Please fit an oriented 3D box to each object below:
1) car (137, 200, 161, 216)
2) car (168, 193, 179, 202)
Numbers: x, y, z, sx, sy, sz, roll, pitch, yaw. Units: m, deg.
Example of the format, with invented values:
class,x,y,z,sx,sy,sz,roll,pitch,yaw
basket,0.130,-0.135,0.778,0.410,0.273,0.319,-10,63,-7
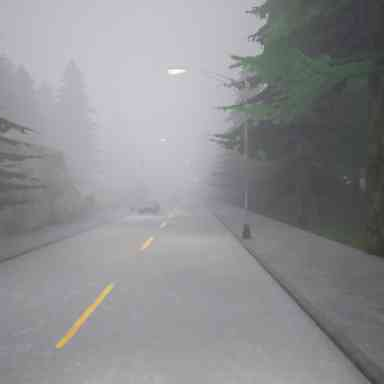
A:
class,x,y,z,sx,sy,sz,roll,pitch,yaw
car,-4.080,1.506,32.853,2.033,1.411,5.357,0,0,0
car,-4.003,1.216,74.529,2.150,2.045,5.566,0,0,0
